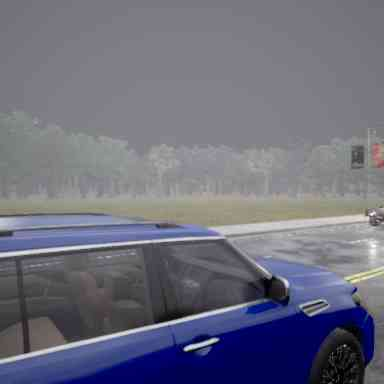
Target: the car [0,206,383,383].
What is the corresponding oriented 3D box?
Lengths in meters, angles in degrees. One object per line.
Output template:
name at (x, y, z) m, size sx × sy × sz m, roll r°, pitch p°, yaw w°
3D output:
car at (-0.623, 1.218, 2.996) m, size 5.566 × 2.045 × 2.150 m, roll 0°, pitch 0°, yaw -36°
